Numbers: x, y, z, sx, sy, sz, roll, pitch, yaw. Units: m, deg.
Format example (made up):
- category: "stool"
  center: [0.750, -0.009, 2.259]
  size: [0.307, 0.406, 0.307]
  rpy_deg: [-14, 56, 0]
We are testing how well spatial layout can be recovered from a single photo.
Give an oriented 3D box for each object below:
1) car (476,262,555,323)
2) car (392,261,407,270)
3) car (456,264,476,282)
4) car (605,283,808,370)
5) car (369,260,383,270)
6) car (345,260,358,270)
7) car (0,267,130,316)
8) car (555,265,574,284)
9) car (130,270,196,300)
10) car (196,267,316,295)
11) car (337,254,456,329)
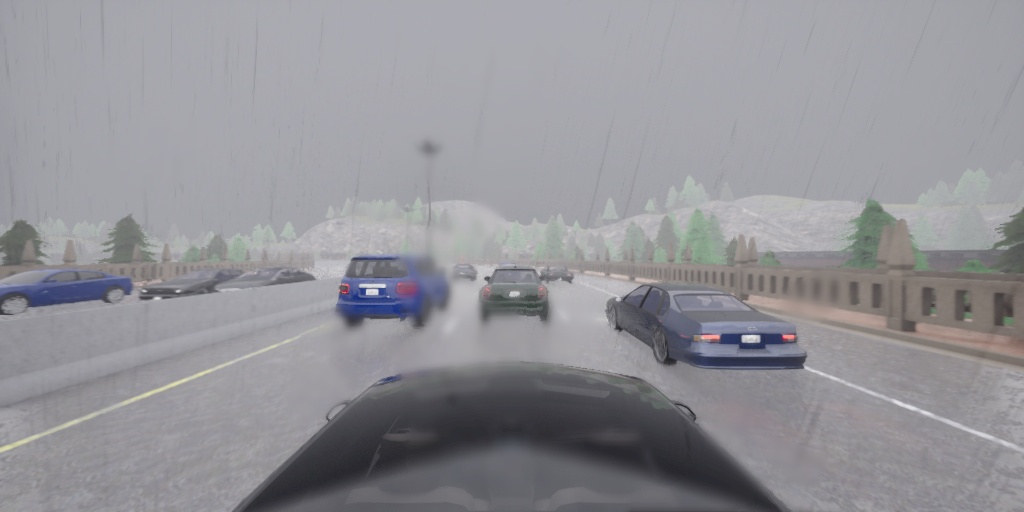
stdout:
- category: "car"
  center: [0.099, 1.105, 12.316]
  size: [2.097, 1.767, 4.553]
  rpy_deg: [0, 0, 0]
- category: "car"
  center: [-18.057, 1.485, 57.542]
  size: [1.895, 1.301, 4.718]
  rpy_deg: [0, 0, -22]
- category: "car"
  center: [-3.869, 1.339, 29.314]
  size: [1.994, 1.385, 4.181]
  rpy_deg: [0, 0, -4]
- category: "car"
  center: [3.593, 1.298, 7.919]
  size: [2.033, 1.411, 5.357]
  rpy_deg: [0, 0, 0]
- category: "car"
  center: [-21.937, 1.423, 57.760]
  size: [1.812, 1.442, 4.674]
  rpy_deg: [0, 0, -23]
- category: "car"
  center: [-24.918, 1.423, 55.883]
  size: [1.812, 1.442, 4.674]
  rpy_deg: [0, 0, -23]
- category: "car"
  center: [-17.620, 1.230, 13.656]
  size: [1.882, 1.535, 5.008]
  rpy_deg: [0, 0, 0]
- category: "car"
  center: [3.299, 1.371, 27.469]
  size: [1.895, 1.301, 4.718]
  rpy_deg: [0, 0, -3]
- category: "car"
  center: [-14.118, 1.304, 16.960]
  size: [2.033, 1.411, 5.357]
  rpy_deg: [0, 0, 0]
- category: "car"
  center: [-10.637, 1.247, 15.814]
  size: [2.128, 1.511, 4.902]
  rpy_deg: [0, 0, 0]
- category: "car"
  center: [-3.402, 0.973, 11.411]
  size: [2.150, 2.045, 5.566]
  rpy_deg: [0, 0, 0]
